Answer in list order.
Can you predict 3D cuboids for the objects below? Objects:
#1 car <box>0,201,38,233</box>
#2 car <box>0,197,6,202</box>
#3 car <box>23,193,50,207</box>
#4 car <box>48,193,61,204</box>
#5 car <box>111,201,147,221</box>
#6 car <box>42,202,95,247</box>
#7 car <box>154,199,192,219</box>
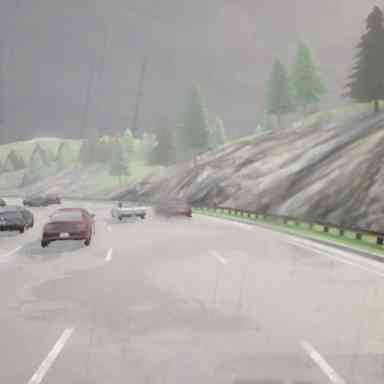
[{"bbox_3d":[-10.013,1.457,18.339,1.994,1.385,4.181,-1,1,-18],"label":"car"},{"bbox_3d":[-26.453,1.335,44.681,1.994,1.385,4.181,-1,1,-40],"label":"car"},{"bbox_3d":[-20.289,1.203,42.603,2.128,1.511,4.902,-1,1,-37],"label":"car"},{"bbox_3d":[-21.199,0.987,49.344,2.097,1.767,4.553,-2,1,-40],"label":"car"},{"bbox_3d":[-4.843,1.334,24.793,1.895,1.301,4.718,-1,1,-22],"label":"car"},{"bbox_3d":[-5.274,1.403,14.501,1.812,1.442,4.674,-1,1,-14],"label":"car"},{"bbox_3d":[-1.556,1.237,25.739,1.994,1.385,4.181,-1,1,-22],"label":"car"}]
